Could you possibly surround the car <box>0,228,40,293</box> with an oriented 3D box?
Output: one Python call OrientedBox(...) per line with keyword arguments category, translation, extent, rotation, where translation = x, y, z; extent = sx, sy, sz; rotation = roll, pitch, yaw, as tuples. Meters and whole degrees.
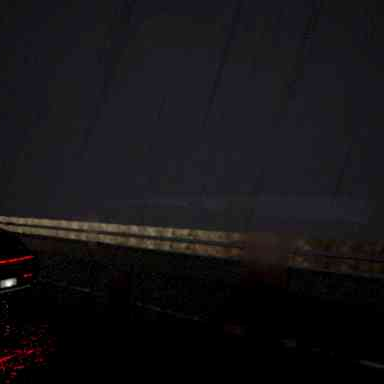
OrientedBox(category="car", translation=(-5.622, 1.590, 8.066), extent=(4.892, 1.490, 1.837), rotation=(-1, 0, 36))
